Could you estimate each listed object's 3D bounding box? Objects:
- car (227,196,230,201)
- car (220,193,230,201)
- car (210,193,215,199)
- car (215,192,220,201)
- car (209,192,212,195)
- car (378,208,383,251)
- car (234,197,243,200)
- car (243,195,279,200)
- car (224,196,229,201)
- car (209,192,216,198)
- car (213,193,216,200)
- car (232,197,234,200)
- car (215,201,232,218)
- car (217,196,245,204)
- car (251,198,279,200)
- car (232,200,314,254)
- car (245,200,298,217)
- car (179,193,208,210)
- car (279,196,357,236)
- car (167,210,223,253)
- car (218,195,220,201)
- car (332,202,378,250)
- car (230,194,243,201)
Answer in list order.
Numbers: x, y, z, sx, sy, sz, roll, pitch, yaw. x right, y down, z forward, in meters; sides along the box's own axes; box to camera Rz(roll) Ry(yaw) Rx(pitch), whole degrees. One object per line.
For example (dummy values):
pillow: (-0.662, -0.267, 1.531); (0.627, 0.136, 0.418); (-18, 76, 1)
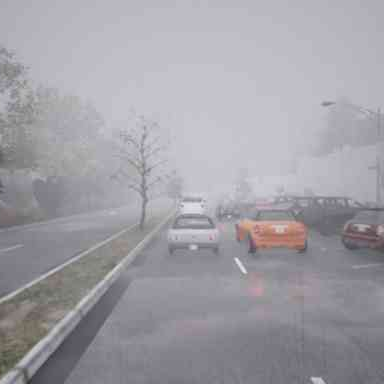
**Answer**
car: (8.009, 1.764, 48.584); (4.674, 1.452, 2.002); (1, 0, -20)
car: (8.027, 1.486, 54.609); (5.566, 2.045, 2.435); (1, 0, -20)
car: (7.929, 1.585, 87.612); (4.792, 1.488, 2.163); (1, 1, -20)
car: (7.964, 1.476, 63.589); (5.566, 2.045, 2.435); (1, 1, -20)
car: (7.919, 1.383, 93.601); (4.553, 1.767, 2.185); (1, 0, -20)
car: (8.092, 1.370, 9.584); (4.553, 1.767, 2.185); (1, 0, -20)
car: (8.012, 1.663, 39.584); (5.008, 1.535, 2.097); (1, -1, -20)
car: (8.010, 1.340, 30.566); (5.566, 2.045, 2.435); (1, 0, -20)
car: (8.028, 1.760, 51.609); (4.792, 1.488, 2.163); (1, 0, -20)
car: (7.946, 1.572, 90.630); (4.674, 1.452, 2.002); (1, 0, -20)
car: (7.945, 1.679, 75.606); (4.792, 1.488, 2.163); (1, 1, -20)
car: (8.017, 1.725, 42.584); (4.674, 1.452, 2.002); (1, 0, -20)
car: (3.046, 1.696, 29.149); (1.895, 1.301, 4.718); (0, 0, 0)
car: (8.150, 1.692, 69.683); (5.366, 1.575, 1.946); (1, 0, -20)
car: (7.860, 1.564, 27.512); (5.366, 1.575, 1.946); (1, 0, -20)
car: (3.061, 1.371, 13.701); (2.097, 1.767, 4.553); (0, 0, 0)
car: (8.000, 1.643, 33.567); (4.792, 1.488, 2.163); (1, 0, -20)
car: (0.047, 1.319, 29.601); (2.150, 2.045, 5.566); (0, -1, 0)
car: (8.074, 1.270, 18.596); (5.566, 2.045, 2.435); (1, -1, -20)
car: (0.065, 1.619, 13.686); (1.895, 1.301, 4.718); (0, 0, 0)
car: (7.823, 1.733, 57.536); (5.366, 1.575, 1.946); (1, 0, -20)
car: (8.025, 1.375, 12.569); (4.553, 1.767, 2.185); (1, 0, -20)
car: (8.043, 1.579, 45.596); (4.553, 1.767, 2.185); (1, 0, -20)
